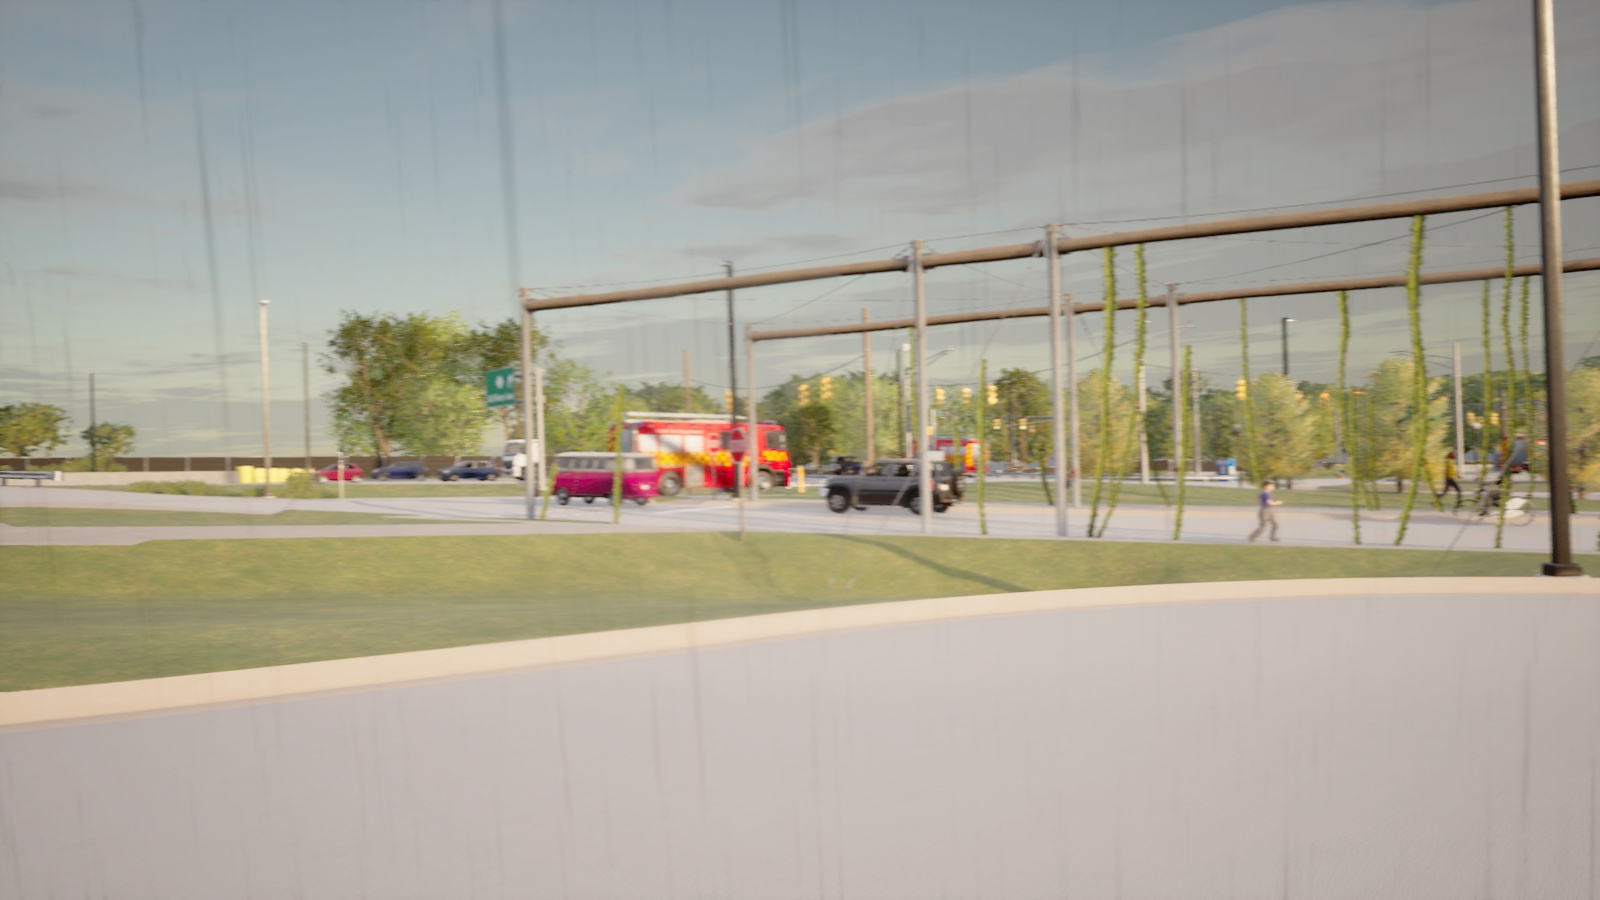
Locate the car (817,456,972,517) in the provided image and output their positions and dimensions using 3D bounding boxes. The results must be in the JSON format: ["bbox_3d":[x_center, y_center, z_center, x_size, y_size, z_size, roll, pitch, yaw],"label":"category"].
[{"bbox_3d":[3.065,1.144,40.873,4.605,1.855,1.932,-1,0,28],"label":"car"}]

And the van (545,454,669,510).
[{"bbox_3d":[-7.187,1.148,46.632,4.442,1.987,1.775,0,1,32],"label":"van"}]

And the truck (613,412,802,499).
[{"bbox_3d":[-4.211,0.296,58.493,8.468,3.827,2.891,0,-2,-36],"label":"truck"}]

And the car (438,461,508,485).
[{"bbox_3d":[-24.806,1.747,95.225,4.611,1.667,2.242,0,-2,-36],"label":"car"}]

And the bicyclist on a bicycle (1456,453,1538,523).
[{"bbox_3d":[18.236,0.991,32.889,1.843,1.776,0.659,-1,0,30],"label":"bicyclist on a bicycle"}]

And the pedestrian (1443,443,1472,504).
[{"bbox_3d":[19.949,0.709,38.110,0.726,1.835,0.370,-3,-1,27],"label":"pedestrian"}]

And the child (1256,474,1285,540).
[{"bbox_3d":[9.119,1.098,24.333,0.437,1.263,0.270,-3,-1,27],"label":"child"}]
